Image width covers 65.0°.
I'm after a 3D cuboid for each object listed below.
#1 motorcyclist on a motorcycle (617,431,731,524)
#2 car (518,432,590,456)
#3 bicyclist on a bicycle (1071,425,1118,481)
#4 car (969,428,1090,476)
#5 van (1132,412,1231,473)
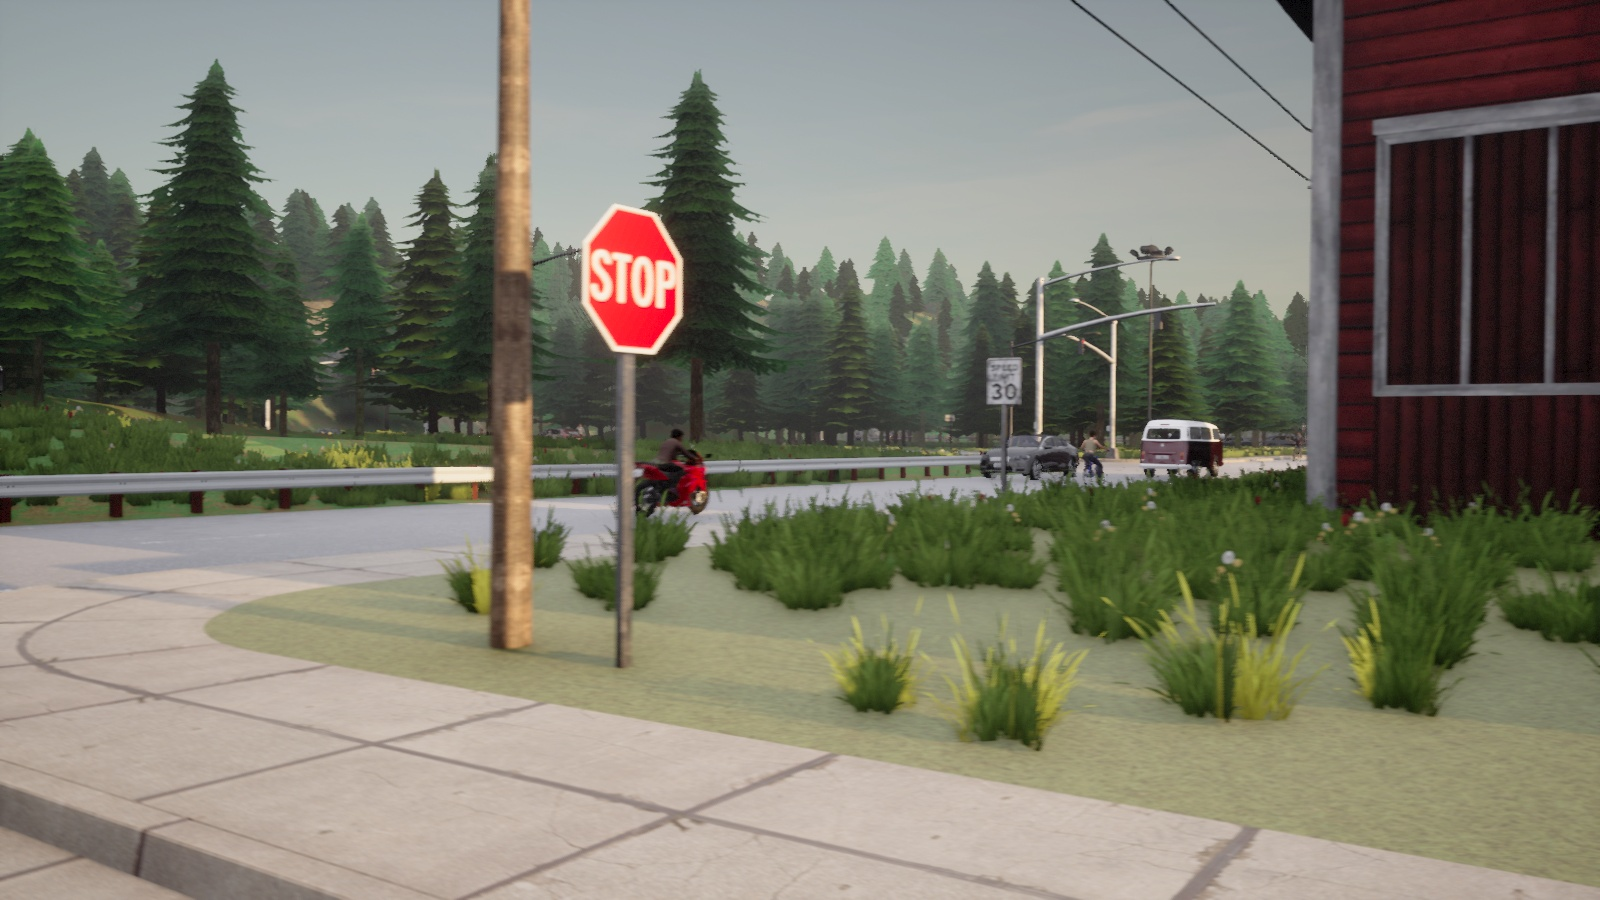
[{"bbox_3d":[-2.143,0.433,21.654,0.797,1.523,2.044,0,1,35],"label":"motorcyclist on a motorcycle"},{"bbox_3d":[-16.993,-0.411,86.607,4.856,1.649,2.033,0,1,36],"label":"car"},{"bbox_3d":[8.796,0.072,37.514,0.866,1.612,1.509,0,1,35],"label":"bicyclist on a bicycle"},{"bbox_3d":[7.765,0.037,42.154,2.128,1.511,4.902,0,1,35],"label":"car"},{"bbox_3d":[13.545,-0.278,44.385,2.069,2.038,4.480,0,1,35],"label":"van"}]
